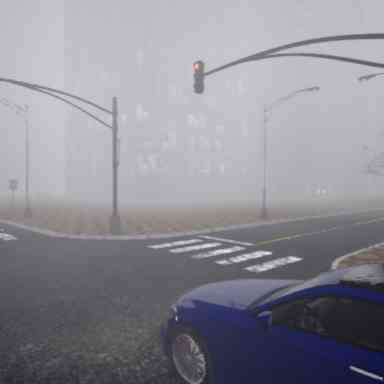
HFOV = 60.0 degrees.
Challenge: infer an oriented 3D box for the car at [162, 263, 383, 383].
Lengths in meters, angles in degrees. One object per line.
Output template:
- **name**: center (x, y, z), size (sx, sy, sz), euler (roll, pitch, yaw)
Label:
- **car**: center (1.676, 1.461, 3.193), size (1.812, 1.442, 4.674), euler (-1, 1, -45)
